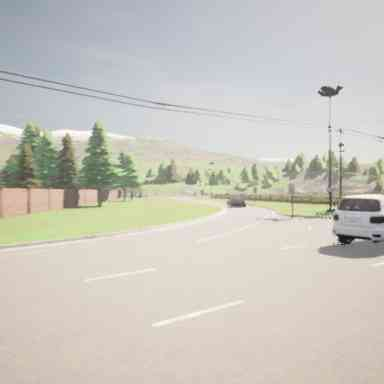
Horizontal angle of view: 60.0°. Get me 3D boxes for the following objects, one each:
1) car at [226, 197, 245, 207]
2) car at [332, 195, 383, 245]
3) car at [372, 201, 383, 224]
[{"bbox_3d":[6.252,1.387,47.595,1.994,1.385,4.181,0,0,-5],"label":"car"},{"bbox_3d":[8.124,1.138,13.851,5.566,2.045,2.150,0,0,-36],"label":"car"},{"bbox_3d":[14.702,1.349,22.849,4.902,1.511,2.128,0,0,-36],"label":"car"}]
